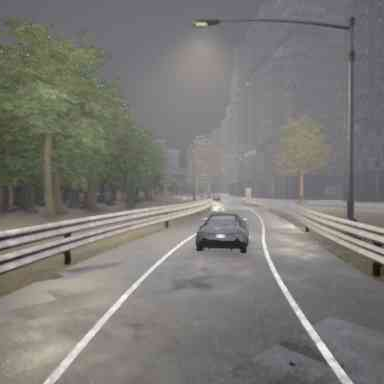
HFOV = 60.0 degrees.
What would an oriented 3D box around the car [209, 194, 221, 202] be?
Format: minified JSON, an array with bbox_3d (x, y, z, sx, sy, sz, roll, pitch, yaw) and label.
[{"bbox_3d":[5.079,1.298,74.662,2.097,1.767,4.553,0,0,-8],"label":"car"}]

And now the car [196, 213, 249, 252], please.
[{"bbox_3d":[1.379,1.573,14.034,1.994,1.385,4.181,0,0,10],"label":"car"}]
